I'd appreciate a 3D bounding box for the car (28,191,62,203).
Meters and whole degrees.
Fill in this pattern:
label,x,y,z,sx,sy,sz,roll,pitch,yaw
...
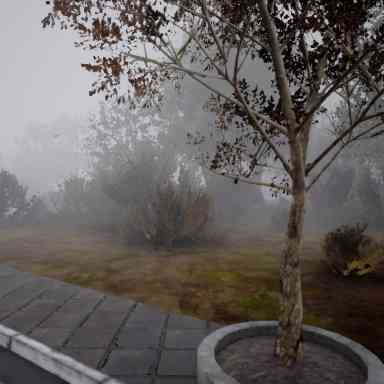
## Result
label,x,y,z,sx,sy,sz,roll,pitch,yaw
car,-18.325,0.943,41.817,2.150,2.045,5.566,1,0,32
